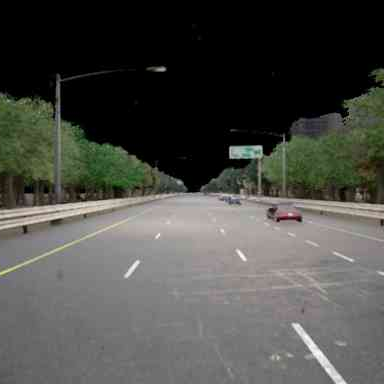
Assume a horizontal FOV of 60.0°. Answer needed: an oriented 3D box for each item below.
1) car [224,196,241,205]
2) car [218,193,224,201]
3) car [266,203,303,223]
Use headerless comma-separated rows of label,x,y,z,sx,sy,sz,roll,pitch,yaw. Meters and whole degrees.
car,7.174,1.507,57.582,1.812,1.442,4.674,0,0,0
car,7.298,1.542,78.950,1.895,1.301,4.718,0,0,0
car,7.034,1.566,25.744,1.994,1.385,4.181,0,0,0
